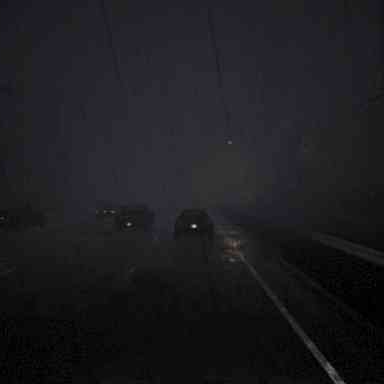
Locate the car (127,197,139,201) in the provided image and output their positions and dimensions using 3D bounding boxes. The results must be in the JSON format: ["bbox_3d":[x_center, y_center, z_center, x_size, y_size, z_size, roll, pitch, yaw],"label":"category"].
[{"bbox_3d":[-10.405,1.605,58.275,1.882,1.535,5.008,0,0,0],"label":"car"}]

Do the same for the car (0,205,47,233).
[{"bbox_3d":[-10.402,1.549,19.875,1.837,1.490,4.892,0,0,0],"label":"car"}]

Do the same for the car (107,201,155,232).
[{"bbox_3d":[-3.402,1.537,20.427,2.128,1.511,4.902,0,0,0],"label":"car"}]

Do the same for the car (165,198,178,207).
[{"bbox_3d":[-3.405,1.685,55.447,1.994,1.385,4.181,0,0,0],"label":"car"}]

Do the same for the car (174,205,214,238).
[{"bbox_3d":[0.099,1.604,17.933,1.994,1.385,4.181,0,0,0],"label":"car"}]

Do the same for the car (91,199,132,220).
[{"bbox_3d":[-6.905,1.611,28.855,2.033,1.411,5.357,0,0,0],"label":"car"}]

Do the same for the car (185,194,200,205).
[{"bbox_3d":[0.095,1.339,53.238,2.150,2.045,5.566,0,0,0],"label":"car"}]

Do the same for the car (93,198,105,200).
[{"bbox_3d":[-13.905,1.616,50.491,1.837,1.490,4.892,0,0,0],"label":"car"}]
